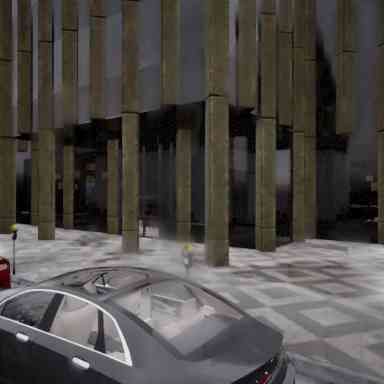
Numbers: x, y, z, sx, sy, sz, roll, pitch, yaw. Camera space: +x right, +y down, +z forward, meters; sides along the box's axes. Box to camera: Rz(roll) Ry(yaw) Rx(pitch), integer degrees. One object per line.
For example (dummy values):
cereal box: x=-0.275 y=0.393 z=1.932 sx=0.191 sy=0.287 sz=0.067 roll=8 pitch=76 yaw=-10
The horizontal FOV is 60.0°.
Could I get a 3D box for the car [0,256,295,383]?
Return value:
car: x=-1.120 y=1.551 z=3.767 sx=4.403 sy=1.369 sz=2.008 roll=0 pitch=0 yaw=36
